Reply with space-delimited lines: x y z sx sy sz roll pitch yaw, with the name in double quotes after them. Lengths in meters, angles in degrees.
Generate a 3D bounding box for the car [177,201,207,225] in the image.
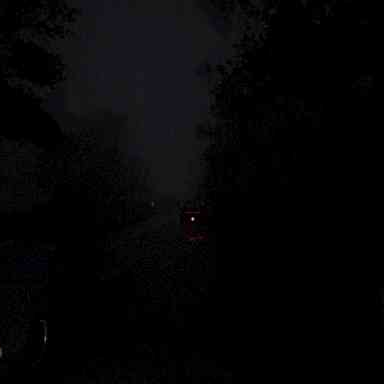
0.049 1.654 25.650 1.837 1.490 4.892 0 -1 0 "car"

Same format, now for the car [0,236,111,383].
-2.854 1.553 5.886 2.033 1.411 5.357 0 0 0 "car"

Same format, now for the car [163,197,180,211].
-3.007 1.815 49.747 2.150 2.045 5.566 0 -2 0 "car"
